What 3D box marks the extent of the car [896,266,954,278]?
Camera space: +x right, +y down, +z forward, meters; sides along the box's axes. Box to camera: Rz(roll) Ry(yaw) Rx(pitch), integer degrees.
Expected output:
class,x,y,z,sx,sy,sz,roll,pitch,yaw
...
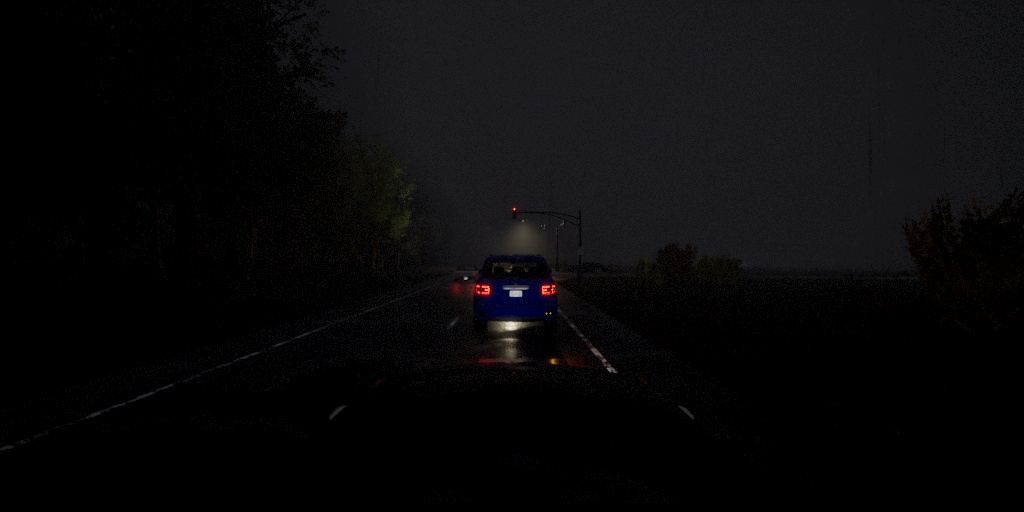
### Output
class,x,y,z,sx,sy,sz,roll,pitch,yaw
car,48.740,1.887,42.238,5.357,1.411,2.033,1,-1,1

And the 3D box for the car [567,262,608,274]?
class,x,y,z,sx,sy,sz,roll,pitch,yaw
car,9.074,1.428,43.319,4.892,1.490,1.837,1,0,13

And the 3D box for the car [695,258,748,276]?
class,x,y,z,sx,sy,sz,roll,pitch,yaw
car,24.720,1.299,42.392,5.566,2.045,2.150,1,-1,0

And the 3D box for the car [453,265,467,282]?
class,x,y,z,sx,sy,sz,roll,pitch,yaw
car,-3.434,1.356,28.805,1.895,1.301,4.718,0,0,0

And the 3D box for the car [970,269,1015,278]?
class,x,y,z,sx,sy,sz,roll,pitch,yaw
car,52.069,1.880,38.649,4.181,1.385,1.994,1,-1,1

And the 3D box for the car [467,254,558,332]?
class,x,y,z,sx,sy,sz,roll,pitch,yaw
car,0.090,0.974,11.059,2.150,2.045,5.566,0,0,0
